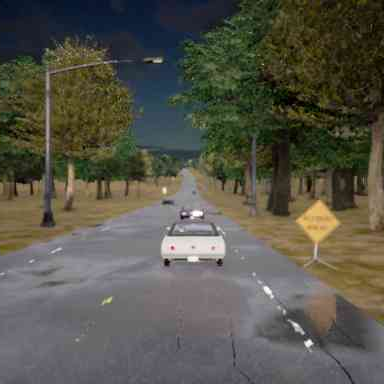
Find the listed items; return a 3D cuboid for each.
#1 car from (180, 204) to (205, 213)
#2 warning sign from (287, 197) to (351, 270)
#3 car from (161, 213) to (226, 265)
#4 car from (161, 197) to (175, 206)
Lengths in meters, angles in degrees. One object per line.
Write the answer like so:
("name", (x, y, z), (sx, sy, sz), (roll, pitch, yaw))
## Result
("car", (0.027, 1.610, 26.724), (1.895, 1.301, 4.718), (0, 0, 0))
("warning sign", (3.589, 1.141, 9.567), (1.300, 1.860, 1.060), (3, 3, 0))
("car", (0.049, 1.624, 11.716), (1.895, 1.301, 4.718), (0, 0, 0))
("car", (-3.647, 1.483, 51.585), (1.895, 1.301, 4.718), (0, 0, 0))
